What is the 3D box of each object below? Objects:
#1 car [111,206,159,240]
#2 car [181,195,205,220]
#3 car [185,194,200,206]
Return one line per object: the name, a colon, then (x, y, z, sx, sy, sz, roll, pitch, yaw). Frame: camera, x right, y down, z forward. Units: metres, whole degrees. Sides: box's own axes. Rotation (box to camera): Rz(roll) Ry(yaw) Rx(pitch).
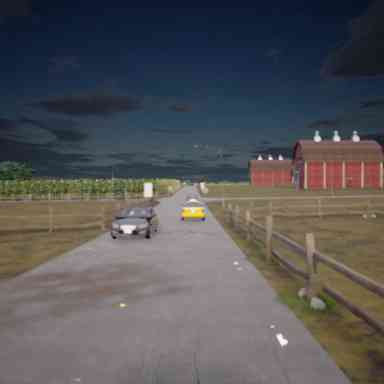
car: (-2.801, 1.468, 17.073, 2.128, 1.511, 4.902, 0, 0, 1)
car: (0.093, 1.351, 26.832, 1.801, 1.575, 5.366, 0, 1, 0)
car: (-0.003, 1.065, 47.651, 2.033, 1.411, 5.357, 0, 1, -1)
